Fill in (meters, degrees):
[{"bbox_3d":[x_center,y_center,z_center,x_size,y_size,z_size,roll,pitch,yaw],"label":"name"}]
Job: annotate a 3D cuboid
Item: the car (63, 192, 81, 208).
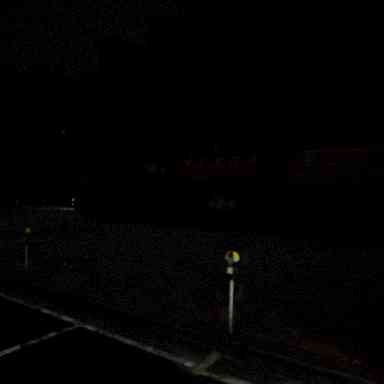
[{"bbox_3d":[-12.292,0.798,37.701,2.097,1.767,4.553,1,2,35],"label":"car"}]
